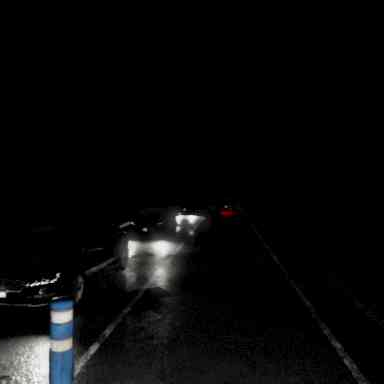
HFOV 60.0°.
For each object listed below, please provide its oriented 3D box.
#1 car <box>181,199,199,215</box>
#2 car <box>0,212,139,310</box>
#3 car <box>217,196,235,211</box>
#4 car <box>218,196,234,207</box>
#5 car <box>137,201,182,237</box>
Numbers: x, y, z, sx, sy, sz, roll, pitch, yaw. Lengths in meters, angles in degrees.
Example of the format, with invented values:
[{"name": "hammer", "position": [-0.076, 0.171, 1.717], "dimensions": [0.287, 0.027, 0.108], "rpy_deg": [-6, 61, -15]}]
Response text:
[{"name": "car", "position": [-0.455, 1.357, 31.057], "dimensions": [1.994, 1.385, 4.181], "rpy_deg": [1, 0, 6]}, {"name": "car", "position": [-2.917, 1.460, 7.971], "dimensions": [1.837, 1.490, 4.892], "rpy_deg": [1, 0, 6]}, {"name": "car", "position": [3.858, 1.306, 37.715], "dimensions": [1.837, 1.490, 4.892], "rpy_deg": [1, 0, 6]}, {"name": "car", "position": [5.009, 1.307, 48.547], "dimensions": [2.128, 1.511, 4.902], "rpy_deg": [1, 0, 6]}, {"name": "car", "position": [-1.898, 1.435, 17.605], "dimensions": [1.812, 1.442, 4.674], "rpy_deg": [1, 0, 6]}]
